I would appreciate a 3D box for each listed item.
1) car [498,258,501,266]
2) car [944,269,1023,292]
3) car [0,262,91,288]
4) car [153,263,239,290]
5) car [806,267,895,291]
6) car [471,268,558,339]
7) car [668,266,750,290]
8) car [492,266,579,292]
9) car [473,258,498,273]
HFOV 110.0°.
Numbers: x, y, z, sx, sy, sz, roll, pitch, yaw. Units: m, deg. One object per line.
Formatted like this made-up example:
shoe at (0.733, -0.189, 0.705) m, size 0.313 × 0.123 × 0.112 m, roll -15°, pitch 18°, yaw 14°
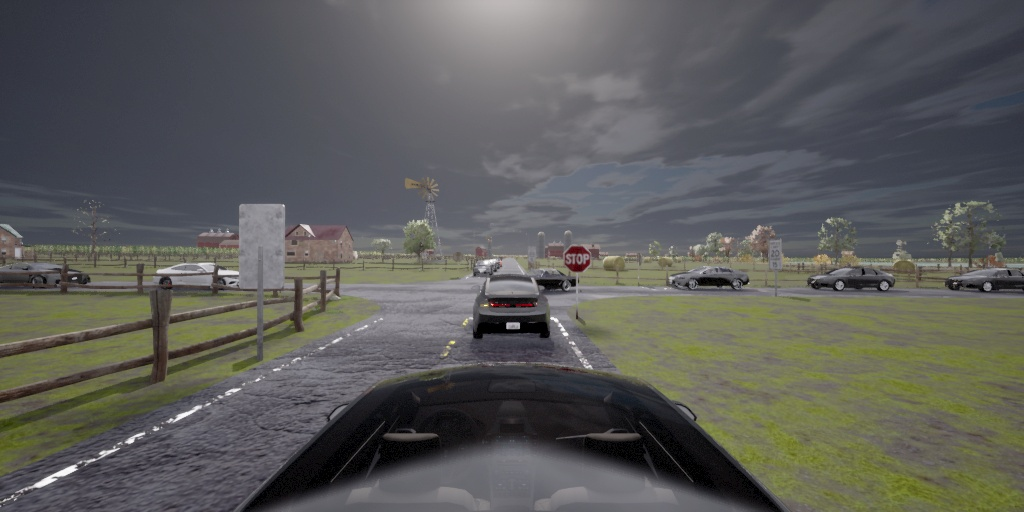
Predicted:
car at (-2.878, 1.241, 46.262) m, size 2.128 × 1.511 × 4.902 m, roll 0°, pitch 0°, yaw 0°
car at (31.689, 1.587, 23.716) m, size 4.892 × 1.490 × 1.837 m, roll 1°, pitch -1°, yaw -1°
car at (-26.374, 1.048, 19.950) m, size 4.181 × 1.385 × 1.994 m, roll 1°, pitch -1°, yaw -1°
car at (-17.255, 1.104, 20.077) m, size 4.674 × 1.442 × 1.812 m, roll 1°, pitch -1°, yaw -1°
car at (22.187, 1.499, 23.589) m, size 4.892 × 1.490 × 1.837 m, roll 1°, pitch -1°, yaw -1°
car at (-0.079, 1.256, 10.131) m, size 1.837 × 1.490 × 4.892 m, roll 0°, pitch 0°, yaw -2°
car at (12.785, 1.396, 23.413) m, size 4.902 × 1.511 × 2.128 m, roll 1°, pitch -1°, yaw -2°
car at (1.488, 1.369, 20.178) m, size 4.718 × 1.301 × 1.895 m, roll 1°, pitch 0°, yaw -35°
car at (-2.880, 1.243, 36.816) m, size 2.128 × 1.511 × 4.902 m, roll 0°, pitch 0°, yaw 0°
